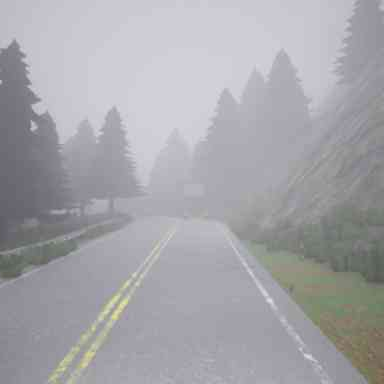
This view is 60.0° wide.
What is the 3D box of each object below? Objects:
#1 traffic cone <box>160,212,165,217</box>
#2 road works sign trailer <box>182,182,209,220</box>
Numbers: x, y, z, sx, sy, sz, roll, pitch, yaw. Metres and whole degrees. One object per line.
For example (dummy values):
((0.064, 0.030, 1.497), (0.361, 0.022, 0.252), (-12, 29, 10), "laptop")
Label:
((-3.234, 2.565, 38.359), (0.340, 0.580, 0.340), (2, -4, -17), "traffic cone")
((0.146, 0.822, 32.142), (2.380, 3.560, 2.880), (0, -3, -17), "road works sign trailer")
